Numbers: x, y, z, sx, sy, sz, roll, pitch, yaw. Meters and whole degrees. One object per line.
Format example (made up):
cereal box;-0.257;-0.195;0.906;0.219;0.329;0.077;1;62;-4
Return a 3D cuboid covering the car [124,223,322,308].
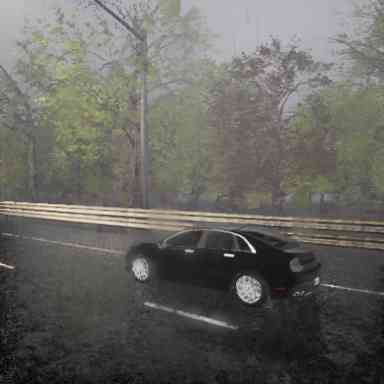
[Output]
car;0.483;1.500;7.949;4.892;1.490;1.837;0;0;36
